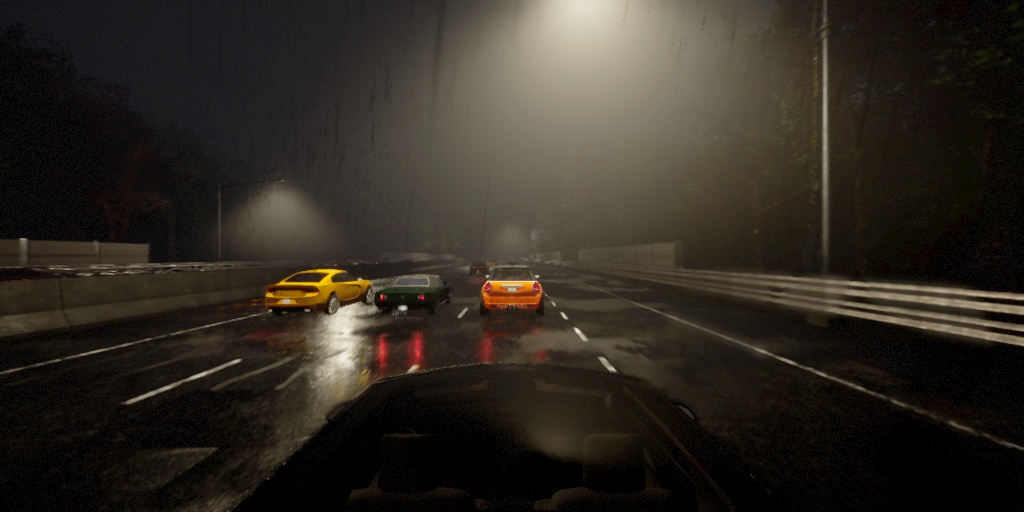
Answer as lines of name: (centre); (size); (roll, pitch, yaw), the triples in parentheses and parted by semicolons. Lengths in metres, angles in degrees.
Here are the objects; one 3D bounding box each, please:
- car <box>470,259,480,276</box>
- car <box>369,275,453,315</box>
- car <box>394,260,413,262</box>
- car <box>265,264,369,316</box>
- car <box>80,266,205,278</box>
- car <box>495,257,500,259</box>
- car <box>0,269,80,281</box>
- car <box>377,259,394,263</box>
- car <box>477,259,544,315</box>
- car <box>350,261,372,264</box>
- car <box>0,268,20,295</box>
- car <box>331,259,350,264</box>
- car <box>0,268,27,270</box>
car: (-3.463, 1.320, 38.940); (1.837, 1.490, 4.892); (0, 0, 0)
car: (-3.491, 1.372, 13.718); (1.895, 1.301, 4.718); (0, 0, 0)
car: (-17.467, 1.358, 59.586); (1.837, 1.490, 4.892); (0, 0, 1)
car: (-6.989, 1.251, 13.595); (1.882, 1.535, 5.008); (0, 0, 0)
car: (-17.574, 1.276, 18.024); (2.128, 1.511, 4.902); (0, 0, 0)
car: (-3.440, 1.332, 63.220); (1.882, 1.535, 5.008); (0, 0, 0)
car: (-21.078, 1.385, 16.698); (1.895, 1.301, 4.718); (0, 0, 0)
car: (-20.962, 1.213, 59.640); (2.097, 1.767, 4.553); (0, 0, 0)
car: (0.009, 1.122, 13.771); (2.097, 1.767, 4.553); (0, 0, 0)
car: (-24.454, 1.467, 59.483); (1.895, 1.301, 4.718); (0, 0, 0)
car: (-28.077, 1.335, 17.027); (2.033, 1.411, 5.357); (0, 0, 0)
car: (-27.905, 1.335, 58.843); (1.882, 1.535, 5.008); (0, 0, 1)
car: (-24.575, 1.312, 17.150); (1.812, 1.442, 4.674); (0, 0, 0)
